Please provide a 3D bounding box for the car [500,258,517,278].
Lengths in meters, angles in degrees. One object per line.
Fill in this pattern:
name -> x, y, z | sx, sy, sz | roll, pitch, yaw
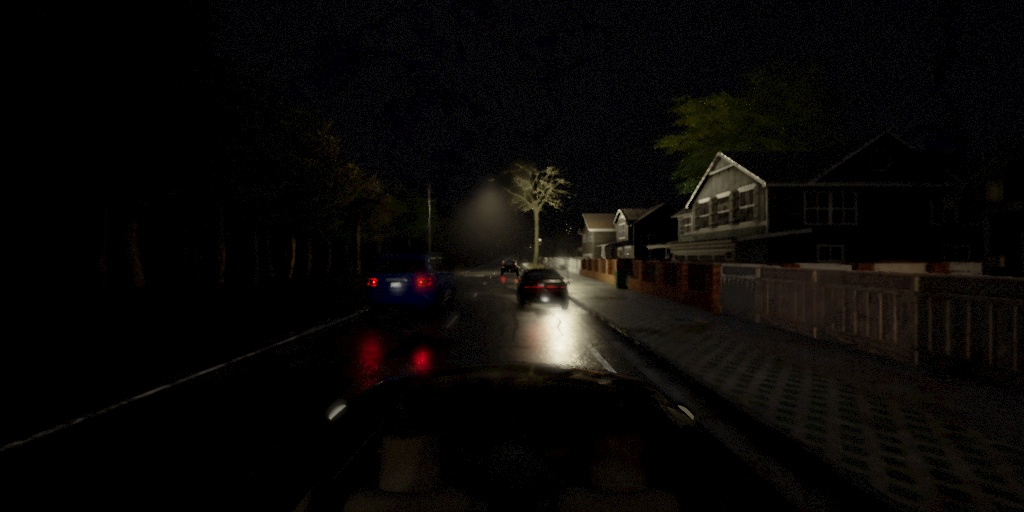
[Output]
car -> -0.207, 1.247, 37.982 | 1.812, 1.442, 4.674 | 0, 0, 0

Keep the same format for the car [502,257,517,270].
car -> -0.333, 1.068, 50.870 | 2.097, 1.767, 4.553 | 0, 0, 0

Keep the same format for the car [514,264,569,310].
car -> 1.135, 1.241, 14.638 | 1.837, 1.490, 4.892 | 0, 0, 0

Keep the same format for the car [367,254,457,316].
car -> -3.480, 0.958, 13.398 | 2.150, 2.045, 5.566 | 0, 0, 0
